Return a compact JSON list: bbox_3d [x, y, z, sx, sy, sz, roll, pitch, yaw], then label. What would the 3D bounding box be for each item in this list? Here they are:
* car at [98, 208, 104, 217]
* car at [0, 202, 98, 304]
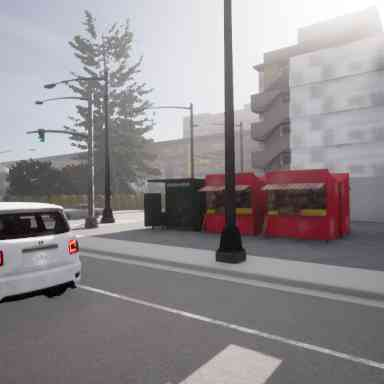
[{"bbox_3d":[-10.147,1.733,29.428,1.895,1.301,4.718,-1,-1,36],"label":"car"},{"bbox_3d":[-4.811,1.234,7.382,5.566,2.045,2.150,0,0,36],"label":"car"}]
